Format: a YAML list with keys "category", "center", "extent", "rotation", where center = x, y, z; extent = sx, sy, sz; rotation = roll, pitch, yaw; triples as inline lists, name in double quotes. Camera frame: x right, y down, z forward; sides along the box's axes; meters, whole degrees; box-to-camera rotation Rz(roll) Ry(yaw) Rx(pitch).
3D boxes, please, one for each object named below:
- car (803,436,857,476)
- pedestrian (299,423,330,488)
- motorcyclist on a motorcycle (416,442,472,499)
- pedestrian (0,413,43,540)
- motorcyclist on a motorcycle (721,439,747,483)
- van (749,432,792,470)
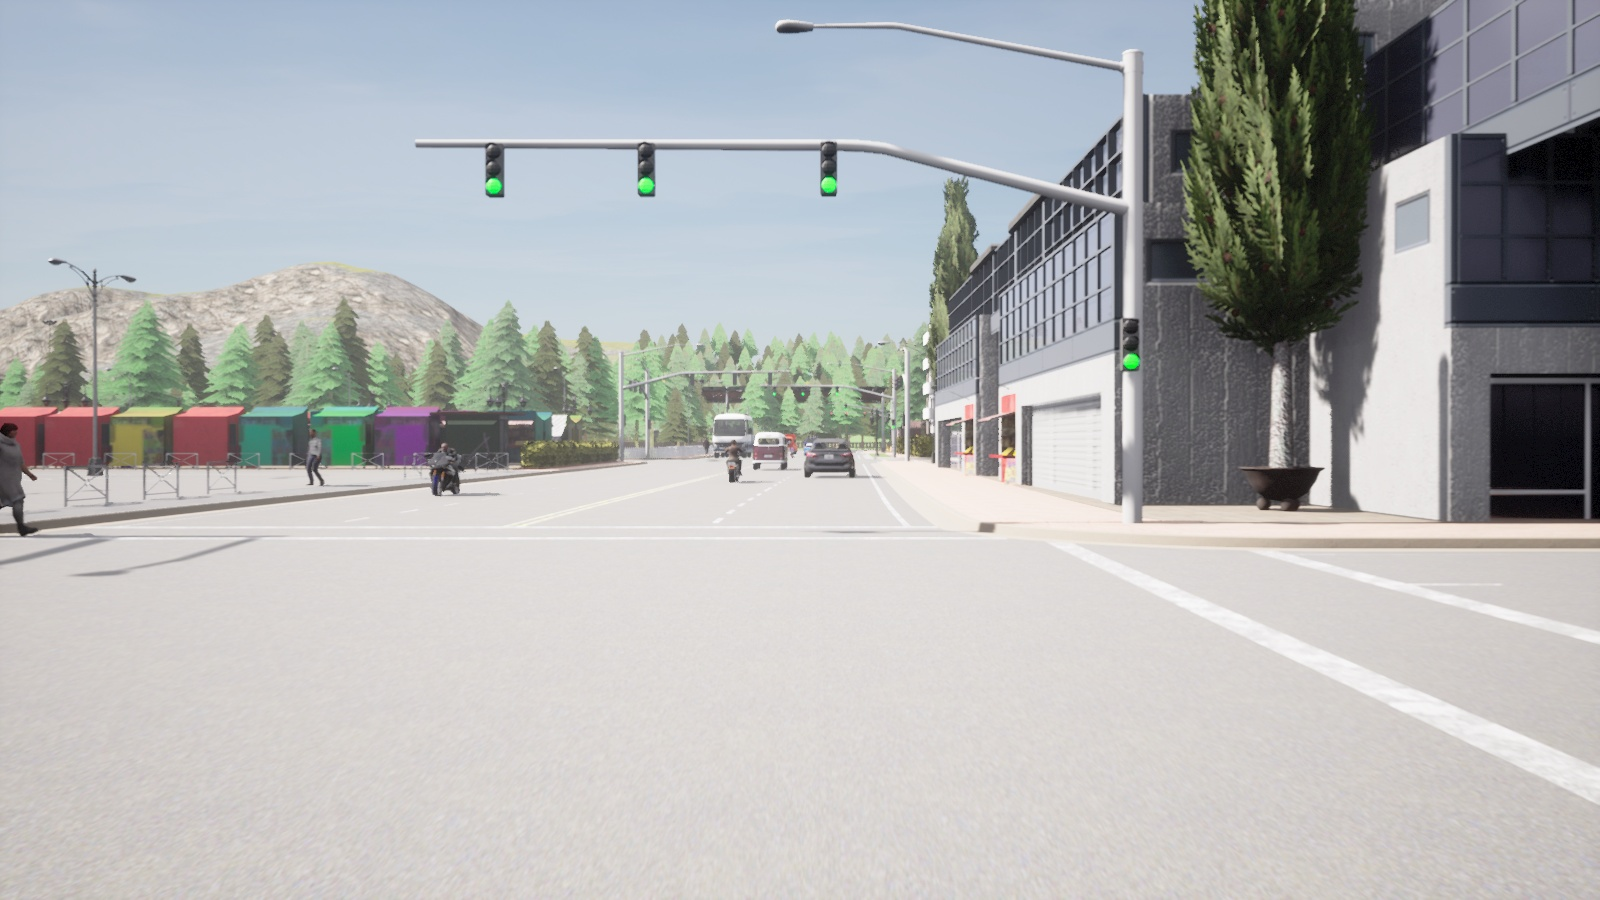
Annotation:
- category: "car"
  center: [1.331, 0.252, 54.726]
  extent: [2.242, 1.667, 4.611]
  rotation: [0, 0, 2]
- category: "pedestrian"
  center: [-14.812, 0.155, 38.324]
  extent: [0.423, 1.949, 0.788]
  rotation: [0, 0, 27]
- category: "motorcyclist on a motorcycle"
  center: [-9.959, 0.555, 35.186]
  extent: [0.866, 1.530, 2.191]
  rotation: [0, 0, 2]
- category: "pedestrian"
  center: [-12.524, 0.408, 19.727]
  extent: [0.873, 1.952, 0.659]
  rotation: [0, 0, -6]
- category: "motorcyclist on a motorcycle"
  center: [-2.467, 0.401, 47.357]
  extent: [0.766, 1.649, 2.350]
  rotation: [0, 0, 2]
- category: "van"
  center: [-1.592, 0.039, 69.197]
  extent: [2.069, 2.038, 4.480]
  rotation: [0, 0, 2]
